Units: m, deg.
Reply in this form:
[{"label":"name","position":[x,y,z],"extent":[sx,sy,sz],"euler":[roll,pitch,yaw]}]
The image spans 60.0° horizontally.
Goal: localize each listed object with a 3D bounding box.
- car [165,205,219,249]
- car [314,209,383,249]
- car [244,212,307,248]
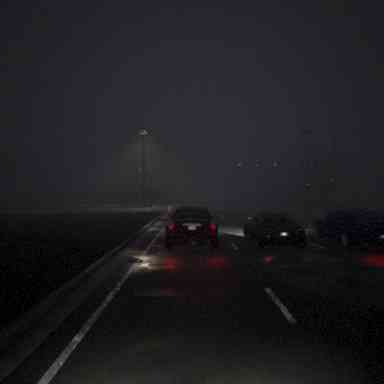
[{"label":"car","position":[0.000,1.365,14.620],"extent":[2.097,1.767,4.553],"euler":[0,0,0]},{"label":"car","position":[7.000,1.484,14.650],"extent":[1.882,1.535,5.008],"euler":[0,0,0]},{"label":"car","position":[3.500,1.571,14.650],"extent":[1.994,1.385,4.181],"euler":[0,0,0]}]
